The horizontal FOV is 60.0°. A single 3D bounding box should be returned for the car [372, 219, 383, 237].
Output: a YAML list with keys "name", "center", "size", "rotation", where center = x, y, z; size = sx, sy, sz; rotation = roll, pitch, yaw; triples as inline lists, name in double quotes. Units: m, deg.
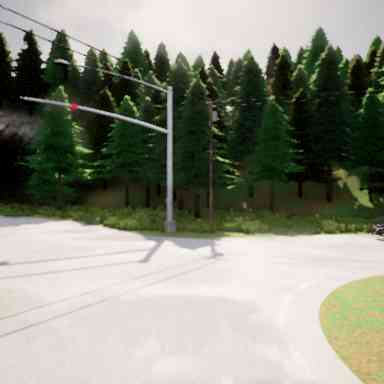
- name: "car"
  center: [10.851, 1.472, 15.087]
  size: [4.892, 1.490, 1.837]
  rotation: [0, 0, 2]
